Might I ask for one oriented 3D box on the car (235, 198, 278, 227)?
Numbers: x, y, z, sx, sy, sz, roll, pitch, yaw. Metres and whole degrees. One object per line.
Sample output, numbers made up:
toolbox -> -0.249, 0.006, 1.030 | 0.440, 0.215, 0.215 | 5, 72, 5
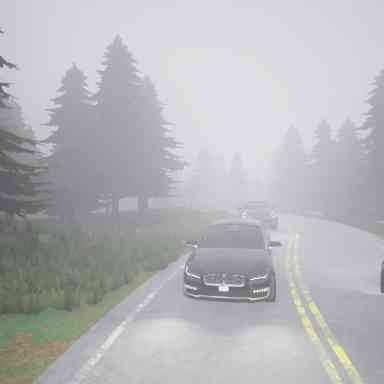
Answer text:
car -> 3.892, 1.270, 20.369 | 2.097, 1.767, 4.553 | -1, 0, 5

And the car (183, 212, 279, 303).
car -> 1.098, 1.496, 8.418 | 1.837, 1.490, 4.892 | -1, 0, 13

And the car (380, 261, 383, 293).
car -> 4.497, 1.308, 4.645 | 2.097, 1.767, 4.553 | -1, 0, 8

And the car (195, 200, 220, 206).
car -> 1.954, 1.799, 44.865 | 1.812, 1.442, 4.674 | 3, -5, -35

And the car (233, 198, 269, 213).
car -> 6.231, 1.410, 35.736 | 1.837, 1.490, 4.892 | 2, -1, -16
